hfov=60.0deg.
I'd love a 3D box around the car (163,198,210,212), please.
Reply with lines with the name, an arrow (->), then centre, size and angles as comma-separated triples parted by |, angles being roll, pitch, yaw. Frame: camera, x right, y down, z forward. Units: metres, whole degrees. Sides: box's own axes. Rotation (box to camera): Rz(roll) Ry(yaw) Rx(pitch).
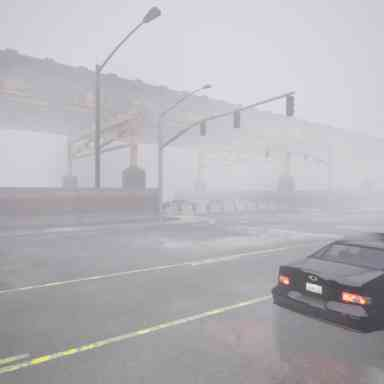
car -> -0.848, 1.450, 35.974 | 4.974, 1.542, 2.038 | 0, 0, 7

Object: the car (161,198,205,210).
car -> -0.900, 1.292, 35.980 | 4.536, 1.218, 1.853 | 0, 0, 7

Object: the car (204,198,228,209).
car -> 2.885, 1.292, 38.746 | 1.853, 1.218, 4.536 | 0, 0, 17

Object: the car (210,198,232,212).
car -> 2.869, 1.449, 38.696 | 2.038, 1.542, 4.974 | 0, 0, 17

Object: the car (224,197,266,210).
car -> 6.741, 1.448, 42.495 | 4.974, 1.542, 2.038 | 0, 0, -8

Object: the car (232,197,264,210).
car -> 6.690, 1.291, 42.488 | 4.536, 1.218, 1.853 | 0, 0, -8

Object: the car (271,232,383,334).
car -> 3.937, 1.546, 6.660 | 5.357, 1.411, 2.033 | 0, 0, -36
